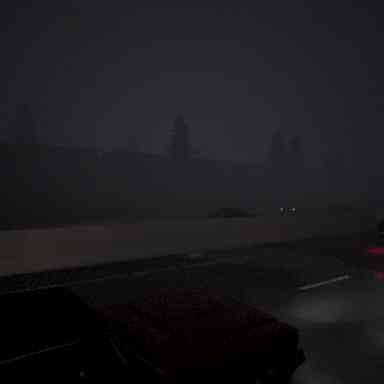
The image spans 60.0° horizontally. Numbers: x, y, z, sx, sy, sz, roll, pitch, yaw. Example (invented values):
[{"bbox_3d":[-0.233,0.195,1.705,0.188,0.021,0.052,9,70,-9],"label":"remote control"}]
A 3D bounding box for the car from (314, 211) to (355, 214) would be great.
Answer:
[{"bbox_3d":[13.077,1.726,30.478,4.181,1.385,1.994,0,0,-35],"label":"car"}]

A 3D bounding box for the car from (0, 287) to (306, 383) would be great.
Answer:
[{"bbox_3d":[-1.134,1.604,2.937,4.718,1.301,1.895,0,0,-35],"label":"car"}]

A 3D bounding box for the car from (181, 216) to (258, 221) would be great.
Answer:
[{"bbox_3d":[1.414,1.543,17.883,5.008,1.535,1.882,0,0,-35],"label":"car"}]

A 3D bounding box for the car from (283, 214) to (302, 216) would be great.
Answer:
[{"bbox_3d":[10.956,1.761,33.265,4.718,1.301,1.895,0,0,-35],"label":"car"}]

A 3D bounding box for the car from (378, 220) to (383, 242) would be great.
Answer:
[{"bbox_3d":[10.549,1.605,15.546,4.892,1.490,1.837,0,0,-35],"label":"car"}]
